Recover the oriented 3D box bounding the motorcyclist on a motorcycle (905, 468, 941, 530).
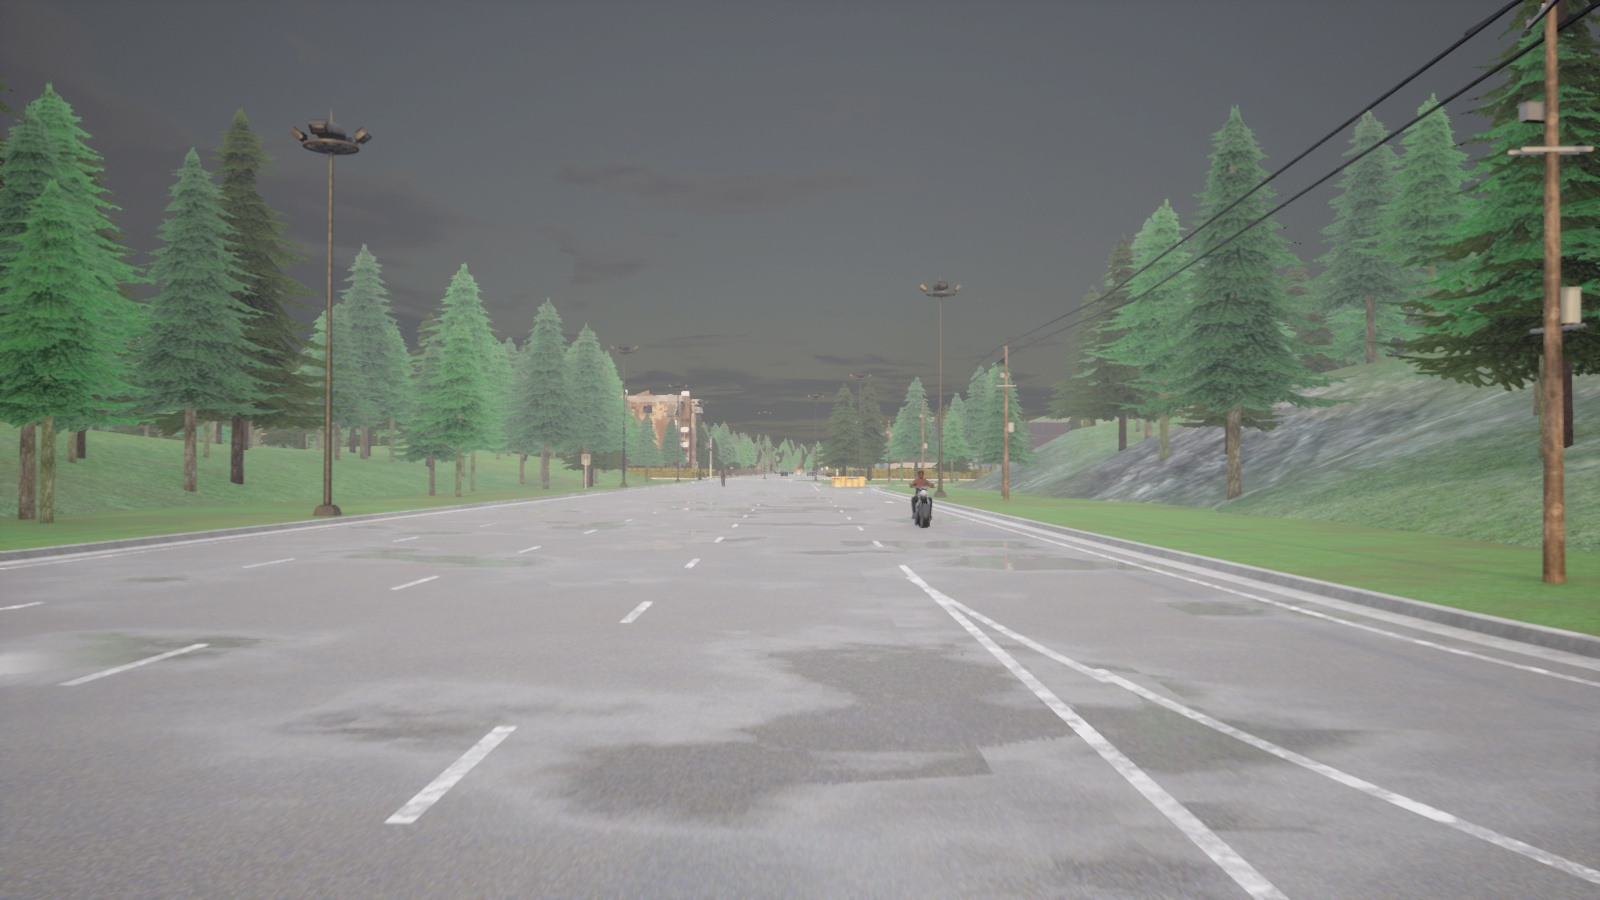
[{"bbox_3d":[3.415,1.337,35.010,0.766,1.649,2.350,0,-1,0],"label":"motorcyclist on a motorcycle"}]
